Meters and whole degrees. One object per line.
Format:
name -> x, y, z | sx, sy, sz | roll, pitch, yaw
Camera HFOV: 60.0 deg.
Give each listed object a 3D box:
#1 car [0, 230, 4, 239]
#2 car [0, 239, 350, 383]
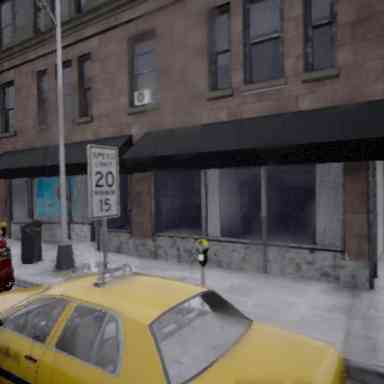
car -> -5.565, 1.273, 6.581 | 5.009, 1.841, 2.192 | 0, 1, 34
car -> -0.978, 1.458, 3.527 | 4.829, 1.417, 1.752 | 0, 1, 34
